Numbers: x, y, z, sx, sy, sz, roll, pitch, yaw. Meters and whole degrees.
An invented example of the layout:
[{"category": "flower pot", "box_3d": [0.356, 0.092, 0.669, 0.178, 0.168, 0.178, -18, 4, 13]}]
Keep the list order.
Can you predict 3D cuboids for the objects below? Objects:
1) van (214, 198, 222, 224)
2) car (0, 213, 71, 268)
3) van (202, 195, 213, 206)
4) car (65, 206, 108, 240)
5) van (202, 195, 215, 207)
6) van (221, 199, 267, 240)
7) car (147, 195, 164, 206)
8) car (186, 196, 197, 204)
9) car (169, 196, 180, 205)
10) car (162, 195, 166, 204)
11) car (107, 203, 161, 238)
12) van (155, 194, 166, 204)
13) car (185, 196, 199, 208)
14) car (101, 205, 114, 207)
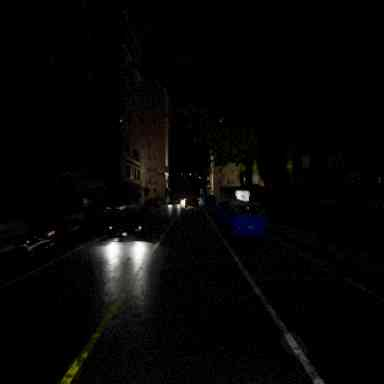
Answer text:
[{"category": "van", "box_3d": [2.669, 1.360, 22.631, 1.690, 1.788, 3.998, 0, 0, 0]}, {"category": "car", "box_3d": [-5.857, 1.593, 11.284, 1.802, 1.307, 4.206, 0, 0, 0]}, {"category": "van", "box_3d": [2.667, 1.354, 56.578, 1.690, 1.788, 3.998, 0, 0, 0]}, {"category": "car", "box_3d": [-5.857, 1.598, 16.944, 1.802, 1.307, 4.206, 0, 0, 0]}, {"category": "van", "box_3d": [2.667, 1.358, 50.920, 1.690, 1.788, 3.998, 0, 0, 0]}, {"category": "van", "box_3d": [2.668, 1.357, 16.973, 1.690, 1.788, 3.998, 0, 0, 0]}, {"category": "car", "box_3d": [-5.859, 1.583, 50.908, 1.947, 1.339, 4.313, 0, 0, 0]}, {"category": "car", "box_3d": [-0.007, 1.498, 66.572, 2.128, 1.511, 4.902, 0, 0, 0]}, {"category": "car", "box_3d": [-3.051, 1.521, 58.839, 1.837, 1.490, 4.892, 0, 0, 1]}, {"category": "car", "box_3d": [-5.860, 1.558, 56.567, 1.887, 1.381, 4.507, 0, 0, 0]}, {"category": "car", "box_3d": [-3.102, 1.564, 17.976, 2.033, 1.411, 5.357, 0, 0, 0]}, {"category": "van", "box_3d": [-5.859, 1.349, 62.228, 1.690, 1.788, 3.998, 0, 0, 0]}, {"category": "car", "box_3d": [0.013, 1.500, 49.114, 1.882, 1.535, 5.008, 0, -1, 0]}, {"category": "car", "box_3d": [-5.858, 1.564, 22.605, 1.887, 1.381, 4.507, 0, 0, 0]}]
